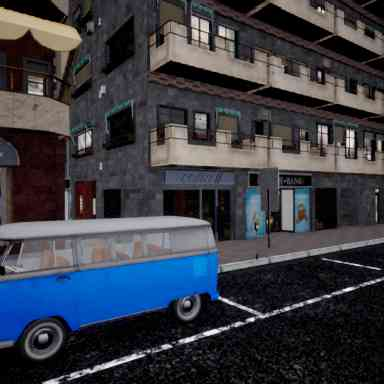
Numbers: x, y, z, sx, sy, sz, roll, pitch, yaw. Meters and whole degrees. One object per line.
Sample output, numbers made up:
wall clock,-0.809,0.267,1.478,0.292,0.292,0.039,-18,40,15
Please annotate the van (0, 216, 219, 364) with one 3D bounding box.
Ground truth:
van,-1.423,1.341,5.554,3.998,1.788,1.690,0,0,-35
